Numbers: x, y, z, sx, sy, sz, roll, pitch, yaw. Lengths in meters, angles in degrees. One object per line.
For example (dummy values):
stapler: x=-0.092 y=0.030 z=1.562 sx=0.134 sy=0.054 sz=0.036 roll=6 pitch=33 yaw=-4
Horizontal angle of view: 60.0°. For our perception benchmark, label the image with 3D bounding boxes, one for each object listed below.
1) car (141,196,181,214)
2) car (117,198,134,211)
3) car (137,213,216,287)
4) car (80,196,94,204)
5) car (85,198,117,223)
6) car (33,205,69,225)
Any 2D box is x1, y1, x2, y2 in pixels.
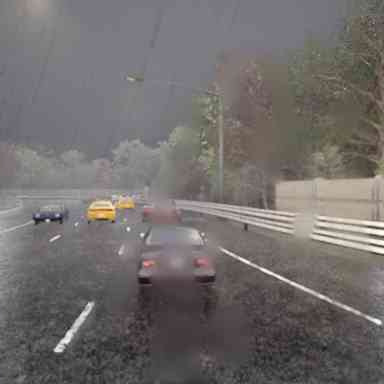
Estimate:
car: x=-2.335 y=1.365 z=24.116 sx=2.097 sy=1.767 sz=4.553 roll=0 pitch=0 yaw=-19
car: x=-8.565 y=1.503 z=41.795 sx=1.882 sy=1.535 sz=5.008 roll=0 pitch=0 yaw=-21
car: x=-0.522 y=1.552 z=9.439 sx=2.033 sy=1.411 sz=5.357 roll=0 pitch=0 yaw=-5
car: x=-19.369 y=1.545 z=61.782 sx=1.837 sy=1.490 sz=4.892 roll=0 pitch=0 yaw=-34
car: x=-6.994 y=1.494 z=25.905 sx=1.882 sy=1.535 sz=5.008 roll=0 pitch=0 yaw=-14
car: x=-10.206 y=1.618 z=24.461 sx=1.895 sy=1.301 sz=4.718 roll=0 pitch=0 yaw=-14
